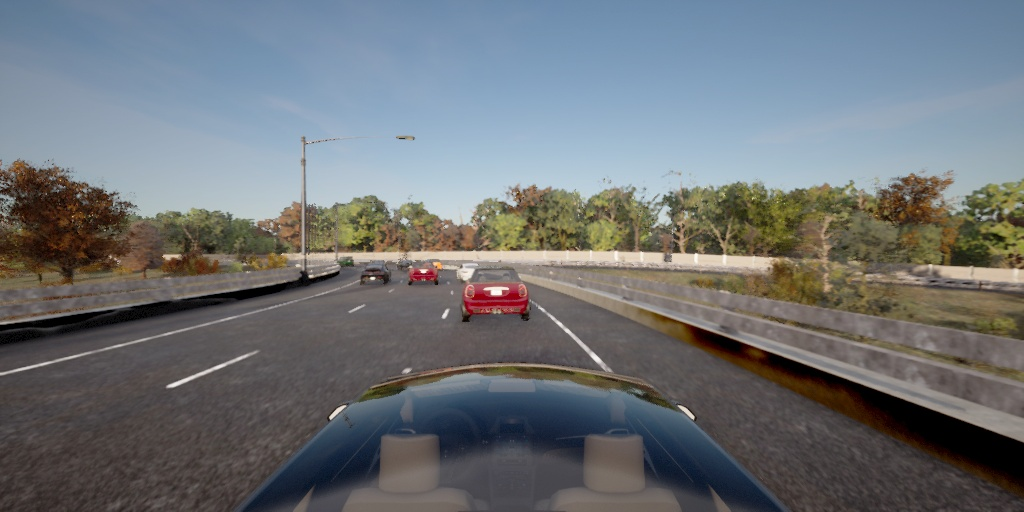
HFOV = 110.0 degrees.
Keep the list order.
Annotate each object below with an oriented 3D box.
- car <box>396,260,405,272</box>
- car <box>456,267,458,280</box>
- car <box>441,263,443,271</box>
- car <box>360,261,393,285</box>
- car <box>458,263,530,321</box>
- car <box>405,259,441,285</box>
[{"bbox_3d":[-14.782,1.339,49.642,1.837,1.490,4.892,0,0,-26],"label":"car"},{"bbox_3d":[-3.342,1.295,28.313,1.812,1.442,4.674,0,0,-14],"label":"car"},{"bbox_3d":[-11.191,1.166,50.193,2.097,1.767,4.553,0,0,-25],"label":"car"},{"bbox_3d":[-10.324,1.313,27.423,1.837,1.490,4.892,0,0,-14],"label":"car"},{"bbox_3d":[-0.681,1.105,12.727,2.097,1.767,4.553,0,0,-6],"label":"car"},{"bbox_3d":[-6.712,1.140,27.268,2.097,1.767,4.553,0,0,-13],"label":"car"}]
